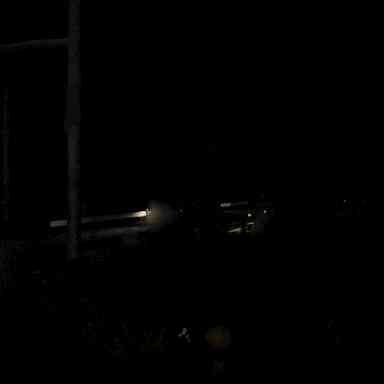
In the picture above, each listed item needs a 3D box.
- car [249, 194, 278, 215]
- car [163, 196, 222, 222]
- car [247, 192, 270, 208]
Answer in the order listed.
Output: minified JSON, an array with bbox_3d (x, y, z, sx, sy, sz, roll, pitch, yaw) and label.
[{"bbox_3d":[6.512,0.993,24.593,1.895,1.301,4.718,0,2,42],"label":"car"},{"bbox_3d":[0.117,1.091,22.924,2.128,1.511,4.902,0,3,41],"label":"car"},{"bbox_3d":[6.993,0.779,30.623,1.882,1.535,5.008,0,1,42],"label":"car"}]
